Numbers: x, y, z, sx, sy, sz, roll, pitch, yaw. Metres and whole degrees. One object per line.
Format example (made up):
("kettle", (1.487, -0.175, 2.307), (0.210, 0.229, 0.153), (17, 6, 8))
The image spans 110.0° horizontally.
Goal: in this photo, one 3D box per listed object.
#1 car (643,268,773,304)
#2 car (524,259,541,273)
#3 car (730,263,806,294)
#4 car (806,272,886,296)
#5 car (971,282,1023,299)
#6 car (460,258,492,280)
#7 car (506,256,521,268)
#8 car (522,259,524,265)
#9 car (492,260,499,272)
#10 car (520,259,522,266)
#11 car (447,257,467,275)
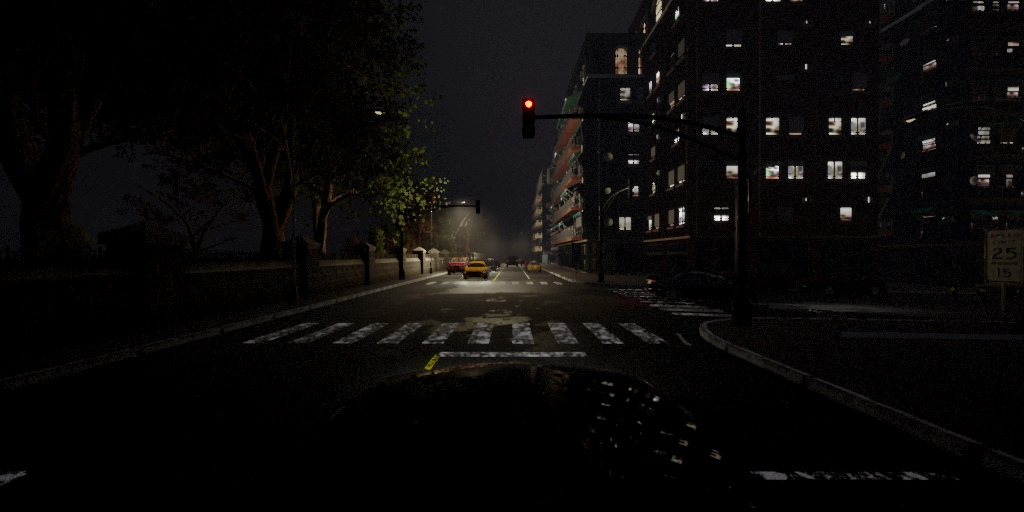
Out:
("car", (8.693, 1.416, 16.635), (4.902, 1.511, 2.128), (2, 1, 5))
("car", (2.728, 1.283, 44.447), (1.751, 1.417, 4.829), (0, 0, 0))
("car", (14.617, 1.338, 22.146), (5.009, 1.841, 2.192), (0, 0, 0))
("car", (20.312, 1.671, 22.159), (4.507, 1.381, 1.888), (0, 0, 0))
("car", (31.533, 1.857, 22.184), (4.829, 1.417, 1.751), (0, 0, 0))
("car", (-3.024, 1.229, 30.993), (1.882, 1.535, 5.008), (0, 0, -1))
("car", (0.055, 0.993, 63.674), (2.150, 2.045, 5.566), (0, 0, 0))
("car", (2.733, 1.307, 49.811), (1.888, 1.381, 4.507), (0, 0, 0))
("car", (-3.055, 1.285, 46.872), (1.812, 1.442, 4.674), (0, 0, 0))
("car", (2.737, 1.316, 55.347), (2.007, 1.370, 4.403), (0, 0, 0))
("car", (-5.657, 1.070, 38.748), (2.192, 1.841, 5.009), (0, 0, 0))
